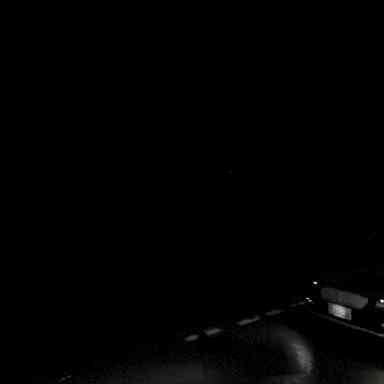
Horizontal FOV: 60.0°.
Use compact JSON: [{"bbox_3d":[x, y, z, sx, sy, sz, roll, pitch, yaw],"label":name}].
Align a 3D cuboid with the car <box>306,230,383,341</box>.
[{"bbox_3d":[4.172,1.468,6.241,4.902,1.511,2.128,0,0,-34],"label":"car"}]
